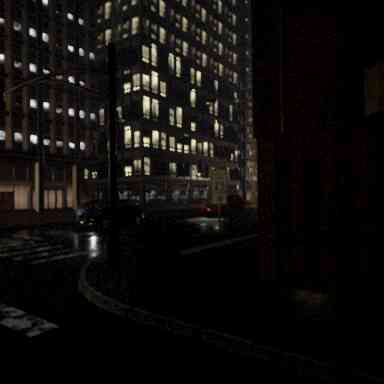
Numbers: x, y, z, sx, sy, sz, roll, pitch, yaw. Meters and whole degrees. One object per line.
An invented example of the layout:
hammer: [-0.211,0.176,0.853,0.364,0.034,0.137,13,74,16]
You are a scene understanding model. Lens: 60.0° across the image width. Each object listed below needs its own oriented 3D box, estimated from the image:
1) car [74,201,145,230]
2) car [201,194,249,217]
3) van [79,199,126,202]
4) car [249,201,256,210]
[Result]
car: [-5.044,1.525,21.218,1.837,1.490,4.892,-1,-1,33]
car: [3.129,1.270,32.598,2.150,2.045,5.566,-1,-1,36]
van: [-6.390,1.407,23.750,1.690,1.788,3.998,-1,-1,36]
car: [6.439,1.636,41.663,1.752,1.417,4.829,-1,-1,36]
